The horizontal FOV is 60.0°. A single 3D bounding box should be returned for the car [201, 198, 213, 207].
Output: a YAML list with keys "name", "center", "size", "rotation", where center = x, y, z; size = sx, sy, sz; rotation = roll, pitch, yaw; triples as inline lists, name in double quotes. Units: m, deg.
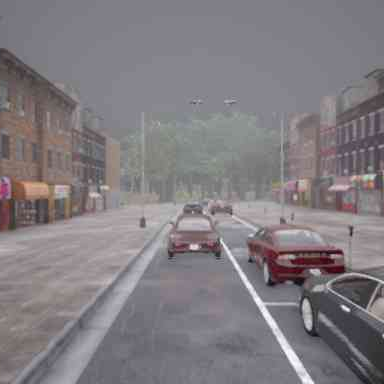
- name: "car"
  center: [2.634, 1.782, 58.021]
  size: [1.887, 1.381, 4.507]
  rotation: [-1, 0, 0]

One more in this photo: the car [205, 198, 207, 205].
- name: "car"
  center: [3.021, 1.633, 41.844]
  size: [1.882, 1.535, 5.008]
  rotation: [0, 0, 0]

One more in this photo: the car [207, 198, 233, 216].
- name: "car"
  center: [2.993, 1.476, 34.813]
  size: [2.097, 1.767, 4.553]
  rotation: [0, 0, 0]

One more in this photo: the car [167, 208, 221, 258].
- name: "car"
  center: [0.084, 1.564, 12.803]
  size: [1.812, 1.442, 4.674]
  rotation: [0, 0, 0]

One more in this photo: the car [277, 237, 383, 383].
- name: "car"
  center: [2.627, 1.562, 3.956]
  size: [2.008, 1.369, 4.403]
  rotation: [-1, 0, 0]

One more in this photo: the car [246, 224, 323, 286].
- name: "car"
  center: [2.628, 1.572, 9.363]
  size: [1.887, 1.381, 4.507]
  rotation: [-1, 0, 0]

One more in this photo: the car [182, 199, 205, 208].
- name: "car"
  center: [0.098, 1.621, 33.170]
  size: [1.837, 1.490, 4.892]
  rotation: [0, 0, 0]
